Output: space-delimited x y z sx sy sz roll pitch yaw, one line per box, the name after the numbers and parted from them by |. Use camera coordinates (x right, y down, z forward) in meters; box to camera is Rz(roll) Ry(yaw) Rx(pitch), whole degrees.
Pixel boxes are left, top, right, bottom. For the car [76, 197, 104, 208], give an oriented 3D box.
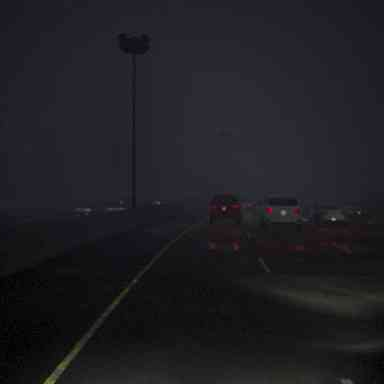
-13.969 1.439 45.960 1.812 1.442 4.674 0 0 17 | car

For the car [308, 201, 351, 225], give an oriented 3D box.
9.506 1.509 23.607 1.812 1.442 4.674 0 0 10 | car

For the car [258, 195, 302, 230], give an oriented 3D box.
5.459 1.201 20.945 2.150 2.045 5.566 0 0 9 | car

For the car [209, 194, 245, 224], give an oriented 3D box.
2.563 1.190 24.571 2.150 2.045 5.566 0 0 10 | car

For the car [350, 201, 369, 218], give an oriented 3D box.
14.447 1.508 29.926 1.812 1.442 4.674 0 0 14 | car

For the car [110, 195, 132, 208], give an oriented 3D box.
-9.814 1.270 47.475 2.097 1.767 4.553 0 0 18 | car

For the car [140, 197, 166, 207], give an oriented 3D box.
-5.665 1.471 49.010 2.033 1.411 5.357 0 0 19 | car

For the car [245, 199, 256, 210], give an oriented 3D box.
6.923 1.554 41.871 1.895 1.301 4.718 0 0 18 | car

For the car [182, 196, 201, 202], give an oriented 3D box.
-0.026 1.417 54.123 2.128 1.511 4.902 0 0 21 | car
